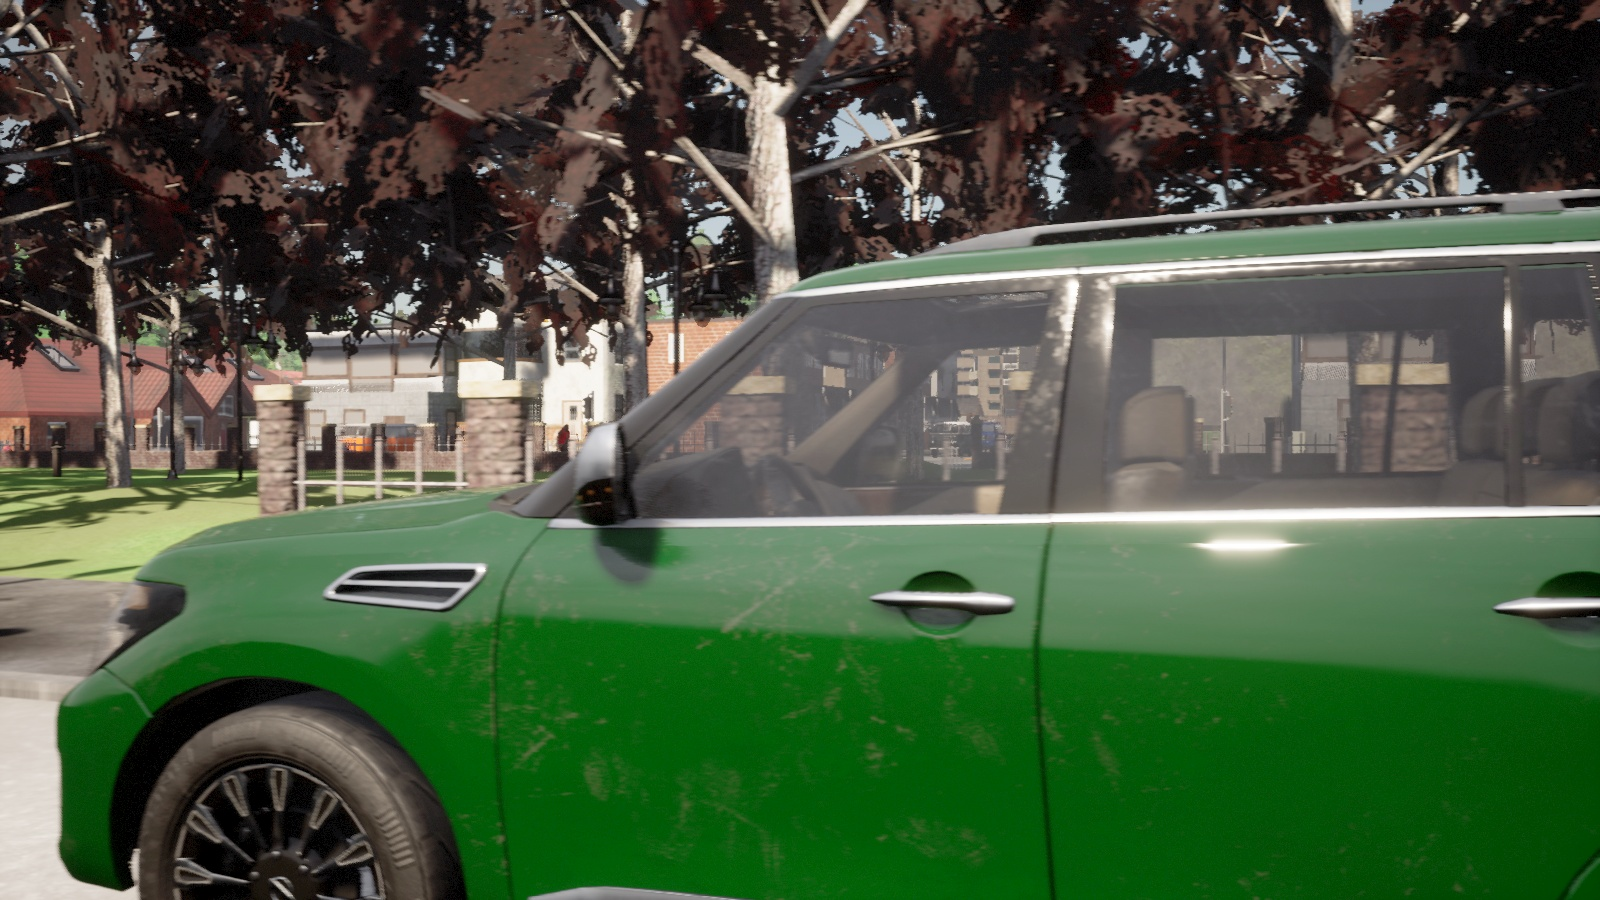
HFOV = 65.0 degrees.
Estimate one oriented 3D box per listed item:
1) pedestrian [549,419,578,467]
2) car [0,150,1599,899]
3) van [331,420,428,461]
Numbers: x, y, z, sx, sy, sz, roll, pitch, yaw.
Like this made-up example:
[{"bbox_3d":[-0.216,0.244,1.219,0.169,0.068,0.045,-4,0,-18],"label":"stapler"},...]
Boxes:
[{"bbox_3d":[-9.273,-0.287,49.210,0.899,1.844,0.634,1,1,24],"label":"pedestrian"},{"bbox_3d":[0.590,0.491,3.518,5.566,2.045,2.150,1,1,19],"label":"car"},{"bbox_3d":[-21.027,-0.506,62.846,4.442,1.987,1.775,1,1,18],"label":"van"}]
